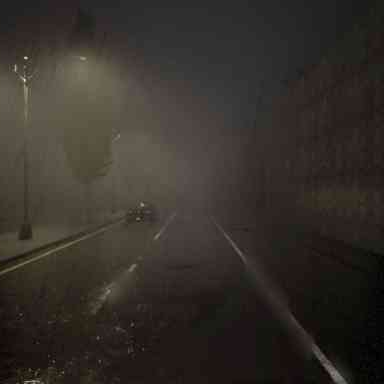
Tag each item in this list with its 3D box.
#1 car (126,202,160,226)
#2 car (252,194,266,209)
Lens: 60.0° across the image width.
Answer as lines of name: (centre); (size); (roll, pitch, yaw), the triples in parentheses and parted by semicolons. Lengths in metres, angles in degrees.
car: (-3.394, 1.480, 23.500); (2.128, 1.511, 4.902); (0, 0, 0)
car: (9.422, 0.902, 38.890); (4.553, 1.767, 2.097); (-5, 0, -4)
